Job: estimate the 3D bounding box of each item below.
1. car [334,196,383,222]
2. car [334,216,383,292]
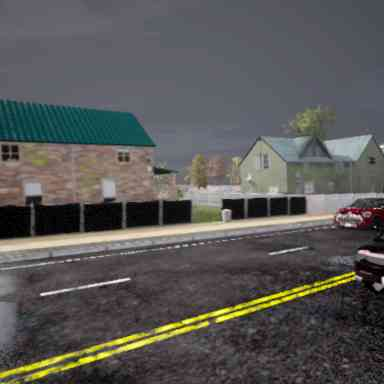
[{"bbox_3d":[10.056,1.118,18.847,4.553,1.767,2.097,-1,0,-36],"label":"car"},{"bbox_3d":[5.566,1.383,7.411,4.902,1.511,2.128,-1,0,-35],"label":"car"}]
